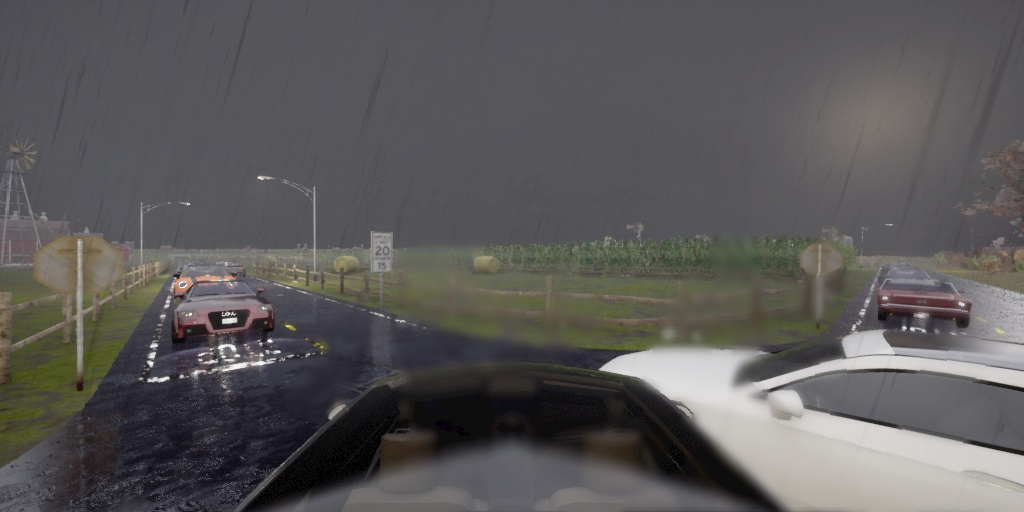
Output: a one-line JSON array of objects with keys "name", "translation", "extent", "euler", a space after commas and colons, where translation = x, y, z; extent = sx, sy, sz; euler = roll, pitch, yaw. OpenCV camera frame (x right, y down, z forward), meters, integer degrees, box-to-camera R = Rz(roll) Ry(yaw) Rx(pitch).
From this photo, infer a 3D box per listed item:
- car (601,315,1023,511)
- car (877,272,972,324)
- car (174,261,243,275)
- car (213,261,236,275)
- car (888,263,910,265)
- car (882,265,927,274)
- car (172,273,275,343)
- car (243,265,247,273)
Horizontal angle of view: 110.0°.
[{"name": "car", "translation": [2.805, 1.293, 2.569], "extent": [1.812, 1.442, 4.674], "euler": [0, 1, -45]}, {"name": "car", "translation": [13.342, 1.401, 11.796], "extent": [4.718, 1.301, 1.895], "euler": [0, 1, -44]}, {"name": "car", "translation": [-13.967, 1.154, 16.380], "extent": [2.097, 1.767, 4.553], "euler": [0, 0, -43]}, {"name": "car", "translation": [-34.367, 1.343, 42.752], "extent": [1.837, 1.490, 4.892], "euler": [0, 0, -42]}, {"name": "car", "translation": [26.972, 1.409, 24.829], "extent": [4.181, 1.385, 1.994], "euler": [0, 1, -44]}, {"name": "car", "translation": [20.316, 1.369, 18.469], "extent": [5.357, 1.411, 2.033], "euler": [0, 1, -44]}, {"name": "car", "translation": [-8.091, 1.363, 9.987], "extent": [1.994, 1.385, 4.181], "euler": [0, 0, -43]}, {"name": "car", "translation": [-27.531, 1.314, 35.400], "extent": [2.128, 1.511, 4.902], "euler": [0, 0, -42]}]
